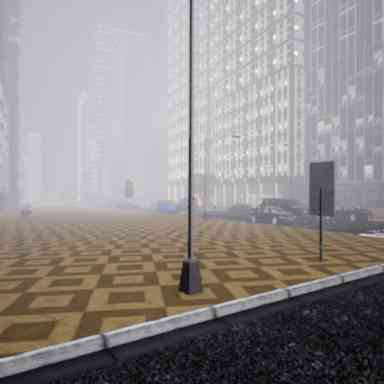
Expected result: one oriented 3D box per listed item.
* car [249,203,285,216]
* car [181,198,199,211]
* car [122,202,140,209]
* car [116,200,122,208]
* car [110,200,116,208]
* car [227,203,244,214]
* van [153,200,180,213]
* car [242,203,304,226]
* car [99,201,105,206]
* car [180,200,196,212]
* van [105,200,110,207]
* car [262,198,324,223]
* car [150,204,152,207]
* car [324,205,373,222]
[{"bbox_3d":[8.875,2.070,39.744,1.947,1.339,4.313,-1,-1,-26],"label":"car"},{"bbox_3d":[-0.865,2.019,53.878,2.150,2.045,5.566,0,-1,-25],"label":"car"},{"bbox_3d":[-10.876,2.527,61.446,2.008,1.369,4.403,-1,-1,-26],"label":"car"},{"bbox_3d":[-13.243,2.604,66.361,1.752,1.417,4.829,-1,-1,-26],"label":"car"},{"bbox_3d":[-15.756,2.733,71.581,1.887,1.381,4.507,-1,-1,-26],"label":"car"},{"bbox_3d":[6.435,2.170,44.811,1.947,1.339,4.313,-1,-1,-26],"label":"car"},{"bbox_3d":[-3.560,2.007,46.247,1.690,1.788,3.998,-1,-1,-26],"label":"van"},{"bbox_3d":[6.204,1.815,25.973,2.008,1.369,4.403,-1,-1,-26],"label":"car"},{"bbox_3d":[-23.075,3.055,86.782,1.887,1.381,4.507,-1,-1,-26],"label":"car"},{"bbox_3d":[-1.607,2.259,48.248,1.994,1.385,4.181,0,-1,-25],"label":"car"},{"bbox_3d":[-18.199,2.636,76.650,1.690,1.788,3.998,-1,-1,-26],"label":"van"},{"bbox_3d":[8.008,1.520,28.225,2.150,2.045,5.566,0,-1,-26],"label":"car"},{"bbox_3d":[-8.205,2.811,75.216,1.802,1.307,4.206,-1,-1,-26],"label":"car"},{"bbox_3d":[13.754,1.855,29.609,2.008,1.369,4.403,-1,-1,-26],"label":"car"}]
